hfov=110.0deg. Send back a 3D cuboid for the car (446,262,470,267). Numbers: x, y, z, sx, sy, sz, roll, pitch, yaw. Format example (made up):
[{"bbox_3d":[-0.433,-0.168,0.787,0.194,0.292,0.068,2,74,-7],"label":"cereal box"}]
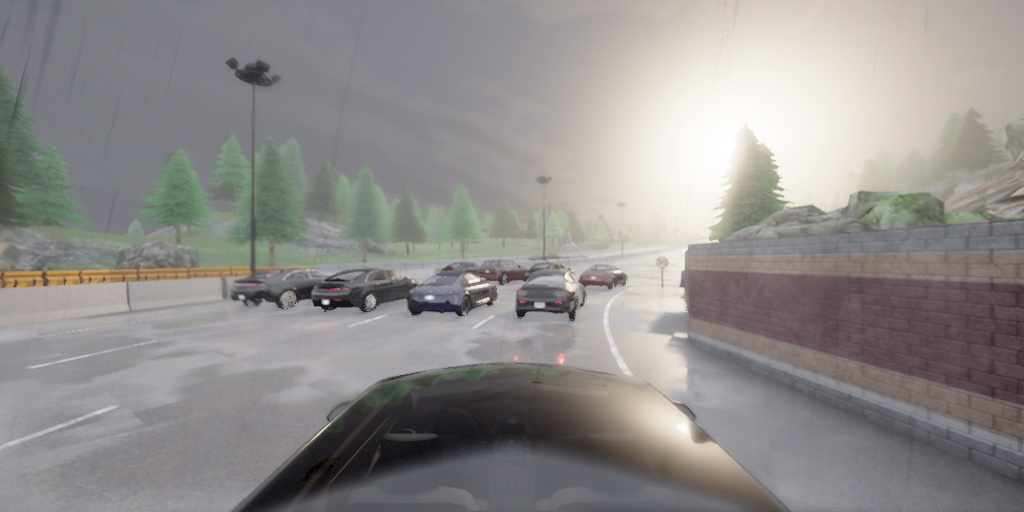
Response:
[{"bbox_3d":[-3.407,1.205,27.250,1.837,1.490,4.892,-1,1,31],"label":"car"}]

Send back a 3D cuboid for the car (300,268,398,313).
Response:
[{"bbox_3d":[-5.374,1.221,13.947,1.837,1.490,4.892,-1,0,16],"label":"car"}]

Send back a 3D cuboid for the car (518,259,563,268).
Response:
[{"bbox_3d":[2.600,1.156,23.654,1.837,1.490,4.892,-1,1,31],"label":"car"}]

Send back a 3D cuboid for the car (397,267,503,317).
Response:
[{"bbox_3d":[-1.996,1.254,13.029,1.994,1.385,4.181,0,0,16],"label":"car"}]

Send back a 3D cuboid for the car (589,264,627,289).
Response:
[{"bbox_3d":[5.628,1.188,21.893,1.994,1.385,4.181,0,0,32],"label":"car"}]

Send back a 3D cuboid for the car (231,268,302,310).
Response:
[{"bbox_3d":[-8.758,1.232,14.844,2.128,1.511,4.902,0,0,16],"label":"car"}]

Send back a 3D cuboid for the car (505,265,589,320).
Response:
[{"bbox_3d":[1.410,1.190,12.207,1.812,1.442,4.674,0,0,16],"label":"car"}]

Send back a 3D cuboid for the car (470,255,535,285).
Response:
[{"bbox_3d":[-0.526,1.025,25.262,2.097,1.767,4.553,0,0,31],"label":"car"}]
